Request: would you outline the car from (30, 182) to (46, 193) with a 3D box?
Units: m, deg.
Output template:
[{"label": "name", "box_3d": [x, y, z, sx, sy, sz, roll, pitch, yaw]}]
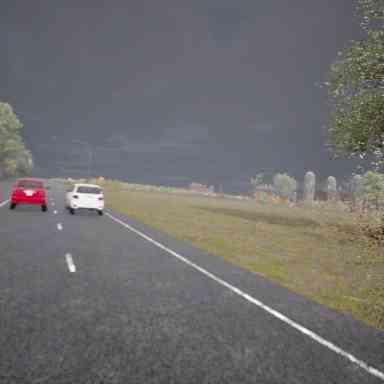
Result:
[{"label": "car", "box_3d": [-22.823, -0.662, 49.371, 1.994, 1.385, 4.181, 5, 0, -24]}]

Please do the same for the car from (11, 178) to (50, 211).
[{"label": "car", "box_3d": [-11.485, 0.108, 23.731, 2.150, 2.045, 5.566, 5, 0, -24]}]

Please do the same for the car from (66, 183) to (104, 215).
[{"label": "car", "box_3d": [-7.765, 0.441, 23.941, 2.150, 2.045, 5.566, 5, 0, -24]}]
